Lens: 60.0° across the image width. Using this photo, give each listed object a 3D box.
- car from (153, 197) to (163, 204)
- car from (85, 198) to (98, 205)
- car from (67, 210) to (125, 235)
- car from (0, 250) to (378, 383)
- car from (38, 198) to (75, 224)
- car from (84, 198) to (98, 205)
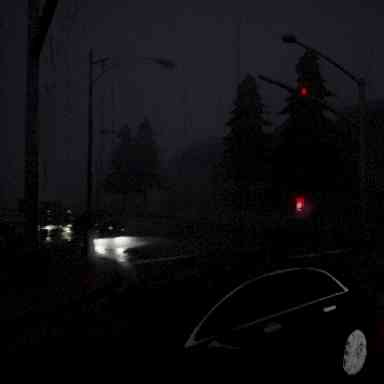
[{"bbox_3d":[-7.044,2.138,82.894,1.932,1.855,4.605,1,-1,-36],"label":"car"},{"bbox_3d":[-24.131,2.252,79.946,1.970,1.475,3.806,1,-1,-36],"label":"car"},{"bbox_3d":[-5.602,1.793,19.728,1.994,1.385,4.181,1,-1,-36],"label":"car"},{"bbox_3d":[0.351,1.565,4.033,4.892,1.490,1.837,1,-1,-34],"label":"car"},{"bbox_3d":[-11.742,1.643,28.147,2.097,1.767,4.553,1,-1,-36],"label":"car"},{"bbox_3d":[-22.230,2.155,72.178,1.845,1.501,3.633,1,-1,-36],"label":"car"}]
